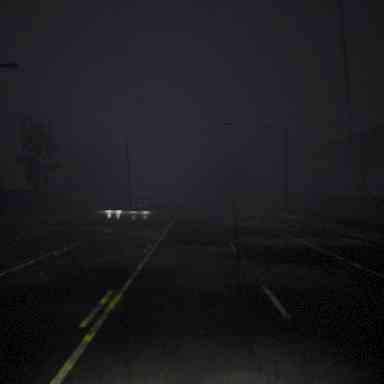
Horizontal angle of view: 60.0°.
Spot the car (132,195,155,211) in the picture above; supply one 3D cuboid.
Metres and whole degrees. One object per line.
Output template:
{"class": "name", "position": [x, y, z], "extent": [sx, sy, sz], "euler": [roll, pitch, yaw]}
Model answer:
{"class": "car", "position": [-6.979, 1.472, 46.739], "extent": [2.150, 2.045, 5.566], "euler": [0, 0, 0]}

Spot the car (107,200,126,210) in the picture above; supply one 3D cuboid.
{"class": "car", "position": [-10.482, 1.834, 46.426], "extent": [1.994, 1.385, 4.181], "euler": [0, 0, 0]}
